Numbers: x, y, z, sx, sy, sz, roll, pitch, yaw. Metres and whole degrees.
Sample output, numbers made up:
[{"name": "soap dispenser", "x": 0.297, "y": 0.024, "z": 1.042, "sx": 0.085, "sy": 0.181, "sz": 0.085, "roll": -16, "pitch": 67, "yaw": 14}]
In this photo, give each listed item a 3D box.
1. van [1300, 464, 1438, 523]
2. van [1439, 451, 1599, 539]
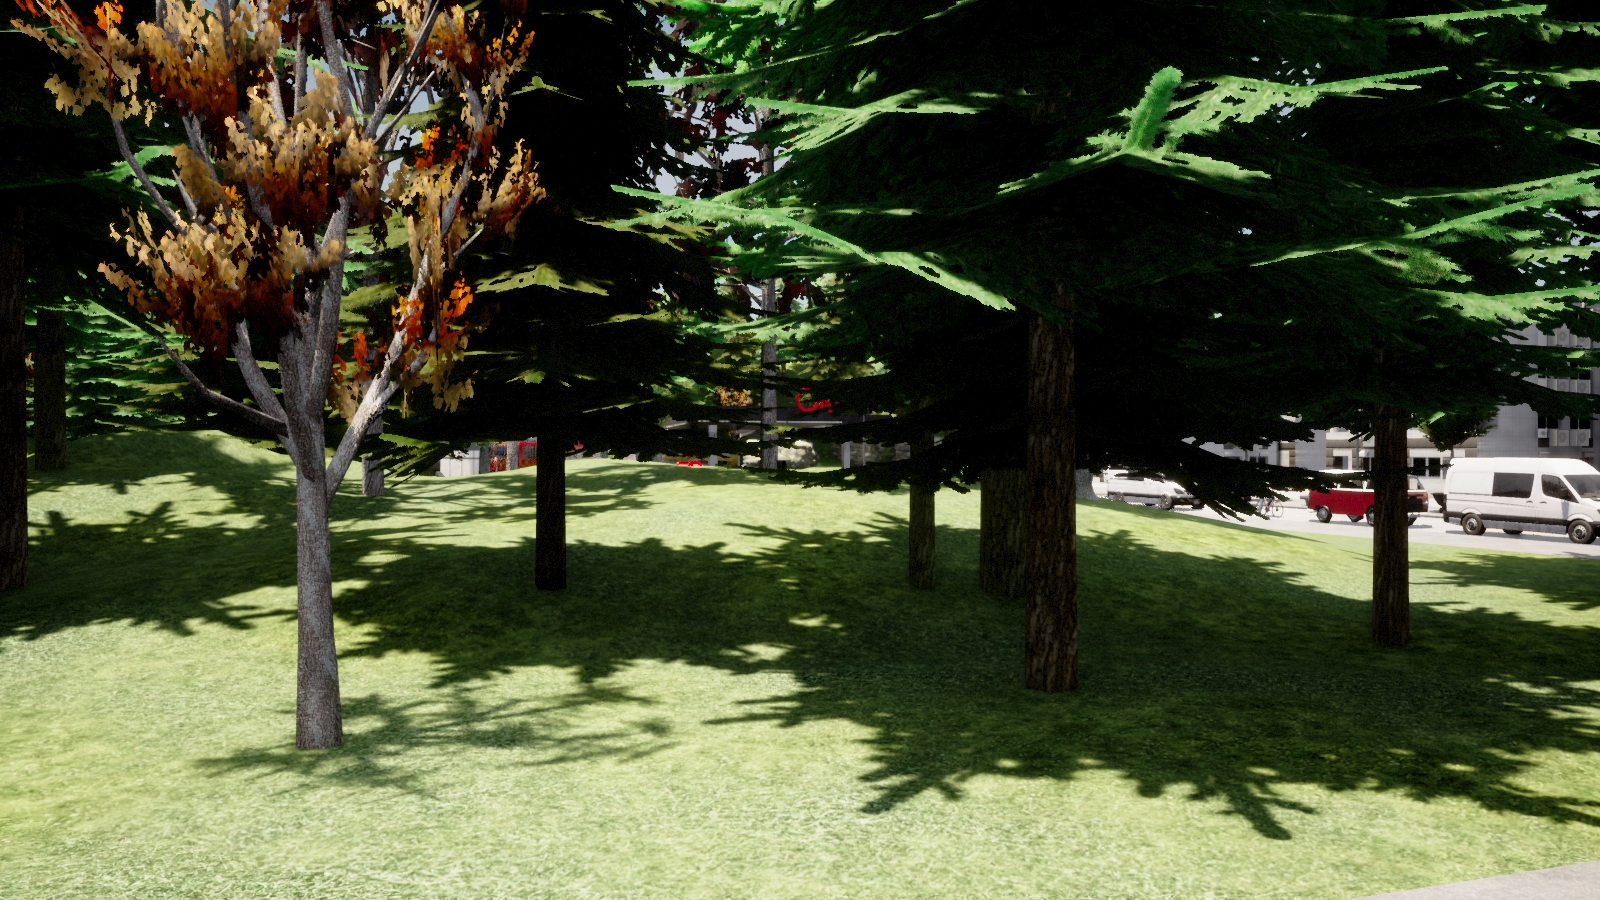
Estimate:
[{"name": "van", "x": 21.187, "y": 1.563, "z": 42.784, "sx": 2.069, "sy": 2.038, "sz": 4.480, "roll": 0, "pitch": 0, "yaw": -18}, {"name": "van", "x": 23.412, "y": 1.314, "z": 36.018, "sx": 1.988, "sy": 2.561, "sz": 5.915, "roll": 0, "pitch": 0, "yaw": -18}]
